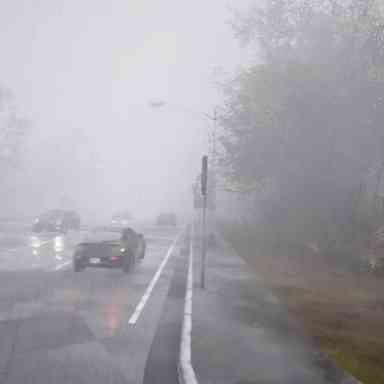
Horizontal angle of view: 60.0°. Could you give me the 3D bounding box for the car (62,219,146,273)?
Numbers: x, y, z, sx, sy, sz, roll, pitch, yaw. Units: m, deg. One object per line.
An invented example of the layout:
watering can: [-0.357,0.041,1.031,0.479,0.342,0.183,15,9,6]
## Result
car: [-2.851,1.957,12.154,1.812,1.442,4.674,2,-2,0]

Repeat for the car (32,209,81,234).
car: [-9.859,2.082,24.629,2.097,1.767,4.553,2,-2,0]

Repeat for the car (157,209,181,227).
car: [-2.696,2.919,36.243,2.128,1.511,4.902,2,-2,0]

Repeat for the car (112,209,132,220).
car: [-9.639,3.141,45.938,1.812,1.442,4.674,2,-3,1]

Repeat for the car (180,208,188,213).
car: [-2.322,5.343,94.875,2.128,1.511,4.902,2,-2,0]
